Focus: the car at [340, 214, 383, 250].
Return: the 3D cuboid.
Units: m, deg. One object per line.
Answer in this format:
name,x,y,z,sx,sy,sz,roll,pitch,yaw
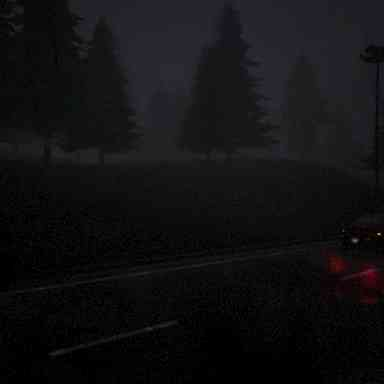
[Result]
car,8.048,1.660,13.925,4.674,1.442,1.812,0,0,-35
